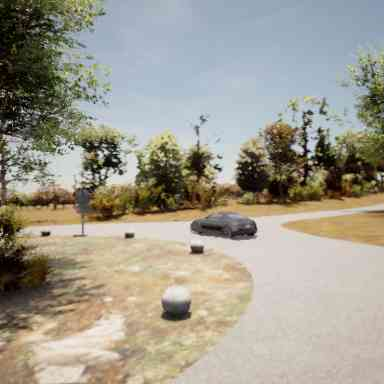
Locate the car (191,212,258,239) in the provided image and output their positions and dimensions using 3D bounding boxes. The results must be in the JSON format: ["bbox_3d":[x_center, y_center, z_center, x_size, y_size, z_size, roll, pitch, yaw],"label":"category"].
[{"bbox_3d":[1.771,1.839,19.412,1.994,1.385,4.181,0,-1,-38],"label":"car"}]
